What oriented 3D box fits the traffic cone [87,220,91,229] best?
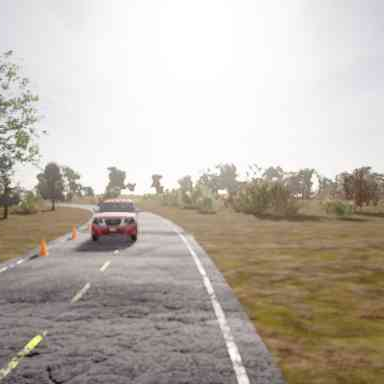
[{"bbox_3d":[-6.913,2.193,22.397,0.340,0.580,0.340,0,-1,-9],"label":"traffic cone"}]

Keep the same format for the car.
[{"bbox_3d":[-4.005,1.412,18.086,2.150,2.045,5.566,0,-1,-8],"label":"car"}]

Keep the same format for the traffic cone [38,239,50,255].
[{"bbox_3d":[-5.649,2.088,12.662,0.340,0.580,0.340,0,-1,-5],"label":"traffic cone"}]

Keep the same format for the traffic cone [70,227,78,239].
[{"bbox_3d":[-6.200,2.140,17.540,0.340,0.580,0.340,0,-1,-7],"label":"traffic cone"}]
